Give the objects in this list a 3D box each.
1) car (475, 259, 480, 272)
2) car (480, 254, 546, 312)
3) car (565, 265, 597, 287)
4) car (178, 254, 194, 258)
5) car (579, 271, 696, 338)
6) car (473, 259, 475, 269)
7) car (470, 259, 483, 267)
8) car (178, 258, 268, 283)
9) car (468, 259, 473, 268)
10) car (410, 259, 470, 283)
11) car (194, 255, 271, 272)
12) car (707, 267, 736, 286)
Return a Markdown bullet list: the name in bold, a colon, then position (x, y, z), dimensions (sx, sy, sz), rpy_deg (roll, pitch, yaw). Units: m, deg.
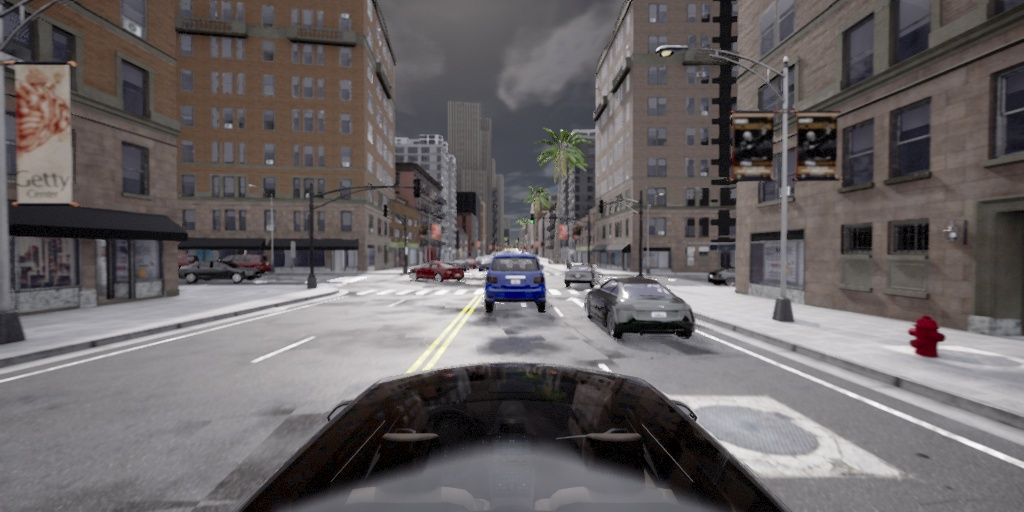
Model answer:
- **car**: position (-3.233, 1.250, 46.648), dimensions (2.033, 1.411, 5.357), rpy_deg (0, 0, 1)
- **car**: position (0.125, 0.956, 14.366), dimensions (2.150, 2.045, 5.566), rpy_deg (0, 0, 0)
- **car**: position (4.845, 1.296, 24.170), dimensions (2.033, 1.411, 5.357), rpy_deg (0, 0, 19)
- **car**: position (-29.271, 0.770, 30.313), dimensions (5.009, 1.841, 2.192), rpy_deg (0, 0, -8)
- **car**: position (3.364, 1.305, 10.189), dimensions (1.994, 1.385, 4.181), rpy_deg (0, 0, 0)
- **car**: position (-6.432, 1.171, 54.621), dimensions (1.882, 1.535, 5.008), rpy_deg (0, 0, 0)
- **car**: position (-6.346, 1.279, 63.963), dimensions (1.895, 1.301, 4.718), rpy_deg (0, 0, 0)
- **car**: position (-20.811, 1.104, 25.727), dimensions (4.892, 1.490, 1.837), rpy_deg (1, 1, -8)
- **car**: position (-6.486, 1.182, 45.106), dimensions (1.882, 1.535, 5.008), rpy_deg (0, 0, 0)
- **car**: position (-5.881, 1.190, 27.673), dimensions (5.008, 1.535, 1.882), rpy_deg (1, 1, 39)
- **car**: position (-23.823, 0.811, 31.121), dimensions (5.009, 1.841, 2.192), rpy_deg (0, 0, -8)
- **car**: position (16.266, 1.490, 25.526), dimensions (4.313, 1.339, 1.948), rpy_deg (0, 0, 0)
